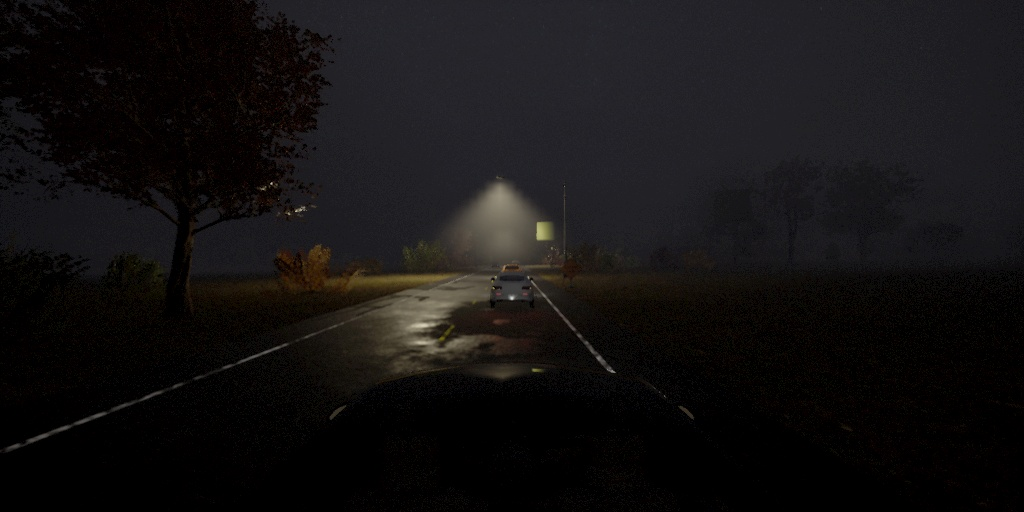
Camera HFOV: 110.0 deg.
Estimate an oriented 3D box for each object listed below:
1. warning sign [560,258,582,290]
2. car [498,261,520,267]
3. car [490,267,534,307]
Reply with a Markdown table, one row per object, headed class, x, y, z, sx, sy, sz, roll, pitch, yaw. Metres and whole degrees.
| class | x | y | z | sx | sy | sz | roll | pitch | yaw |
| --- | --- | --- | --- | --- | --- | --- | --- | --- | --- |
| warning sign | 3.557 | 1.045 | 21.449 | 1.300 | 1.860 | 1.060 | 0 | 0 | 0 |
| car | 0.016 | 1.495 | 31.309 | 1.882 | 1.535 | 5.008 | 0 | 0 | 0 |
| car | 0.010 | 1.408 | 16.215 | 1.812 | 1.442 | 4.674 | 0 | 0 | 0 |
